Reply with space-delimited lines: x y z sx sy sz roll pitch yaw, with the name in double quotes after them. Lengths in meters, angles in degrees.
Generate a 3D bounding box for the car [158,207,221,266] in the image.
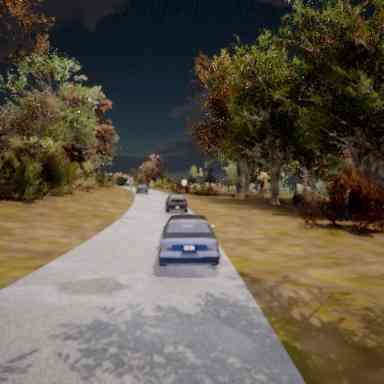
-0.149 1.477 11.265 2.033 1.411 5.357 0 1 -2 "car"

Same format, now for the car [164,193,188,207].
-1.441 0.894 30.045 1.837 1.490 4.892 1 3 -6 "car"

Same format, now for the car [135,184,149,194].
-8.079 -0.438 53.956 1.837 1.490 4.892 1 2 -11 "car"
